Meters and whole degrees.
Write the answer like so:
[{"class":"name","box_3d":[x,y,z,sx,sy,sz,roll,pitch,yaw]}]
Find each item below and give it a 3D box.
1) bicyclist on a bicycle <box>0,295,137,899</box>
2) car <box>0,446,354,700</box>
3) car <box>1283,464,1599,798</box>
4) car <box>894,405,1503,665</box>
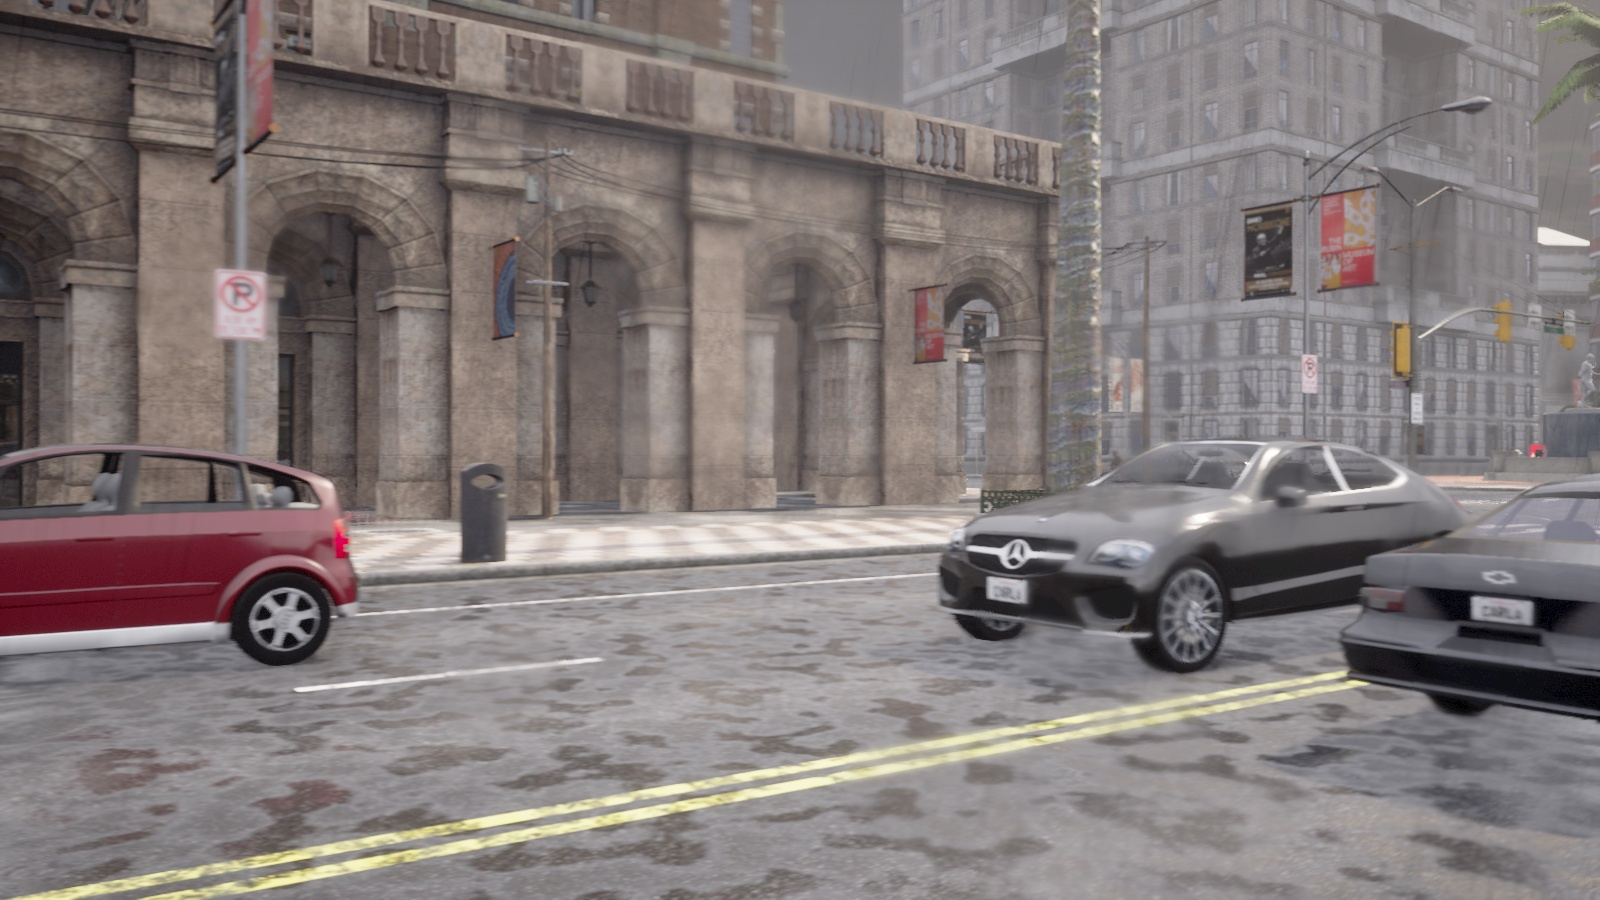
[{"class":"bicyclist on a bicycle","box_3d":[-2.206,0.624,2.123,1.843,1.776,0.659,-1,1,-35]},{"class":"car","box_3d":[-5.193,0.756,8.572,3.705,1.549,1.789,0,0,-35]},{"class":"car","box_3d":[5.351,0.799,7.395,5.357,1.411,2.033,0,0,-35]},{"class":"car","box_3d":[3.405,0.542,10.308,5.027,1.651,2.152,0,0,-35]}]
